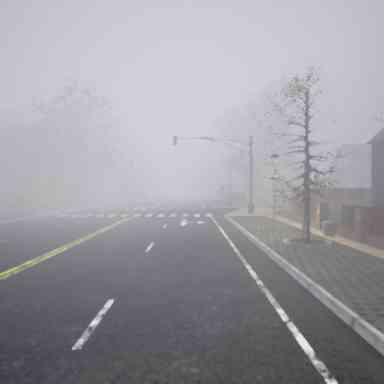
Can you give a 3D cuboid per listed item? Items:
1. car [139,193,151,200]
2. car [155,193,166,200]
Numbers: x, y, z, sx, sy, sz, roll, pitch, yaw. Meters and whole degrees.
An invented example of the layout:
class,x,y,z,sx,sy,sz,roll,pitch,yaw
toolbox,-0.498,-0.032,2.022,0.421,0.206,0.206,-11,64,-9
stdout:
class,x,y,z,sx,sy,sz,roll,pitch,yaw
car,-9.780,0.998,69.433,1.994,1.385,4.181,0,0,0
car,-6.530,0.985,69.433,2.033,1.411,5.357,0,0,0
